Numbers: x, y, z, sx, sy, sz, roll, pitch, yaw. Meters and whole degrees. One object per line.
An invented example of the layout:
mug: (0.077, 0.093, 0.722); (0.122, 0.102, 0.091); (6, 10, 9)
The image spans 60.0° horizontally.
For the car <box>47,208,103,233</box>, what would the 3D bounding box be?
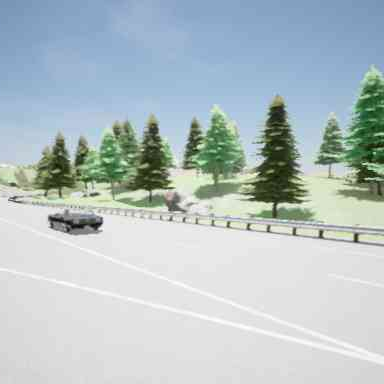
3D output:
car: (-7.059, 1.600, 19.707); (1.895, 1.301, 4.718); (-1, 0, -39)
